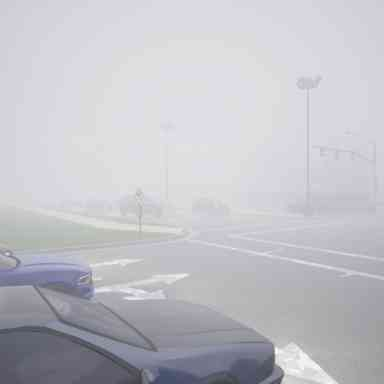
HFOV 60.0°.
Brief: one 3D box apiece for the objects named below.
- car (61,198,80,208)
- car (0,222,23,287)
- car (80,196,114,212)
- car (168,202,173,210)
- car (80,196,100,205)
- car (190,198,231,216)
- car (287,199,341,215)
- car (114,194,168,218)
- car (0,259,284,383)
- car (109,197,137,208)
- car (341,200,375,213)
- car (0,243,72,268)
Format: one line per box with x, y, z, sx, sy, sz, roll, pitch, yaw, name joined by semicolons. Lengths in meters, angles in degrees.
-17.253;1.563;47.531;1.994;1.385;4.181;0;0;-36;car
-6.441;1.564;7.772;4.181;1.385;1.994;0;0;-35;car
-10.938;1.492;38.819;2.128;1.511;4.902;0;0;-36;car
-4.203;1.492;41.462;2.128;1.511;4.902;0;0;-36;car
-19.181;1.547;62.318;2.033;1.411;5.357;0;0;-36;car
1.831;1.352;33.193;2.097;1.767;4.553;0;0;-36;car
11.809;1.492;33.429;2.128;1.511;4.902;0;0;-36;car
-4.766;1.221;30.354;2.150;2.045;5.566;0;0;-36;car
-1.685;1.547;2.560;5.357;1.411;2.033;0;0;-35;car
-10.476;1.547;50.088;2.033;1.411;5.357;0;0;-36;car
17.836;1.564;36.709;1.994;1.385;4.181;0;0;-34;car
-4.078;1.478;5.157;5.008;1.535;1.882;0;0;-35;car
